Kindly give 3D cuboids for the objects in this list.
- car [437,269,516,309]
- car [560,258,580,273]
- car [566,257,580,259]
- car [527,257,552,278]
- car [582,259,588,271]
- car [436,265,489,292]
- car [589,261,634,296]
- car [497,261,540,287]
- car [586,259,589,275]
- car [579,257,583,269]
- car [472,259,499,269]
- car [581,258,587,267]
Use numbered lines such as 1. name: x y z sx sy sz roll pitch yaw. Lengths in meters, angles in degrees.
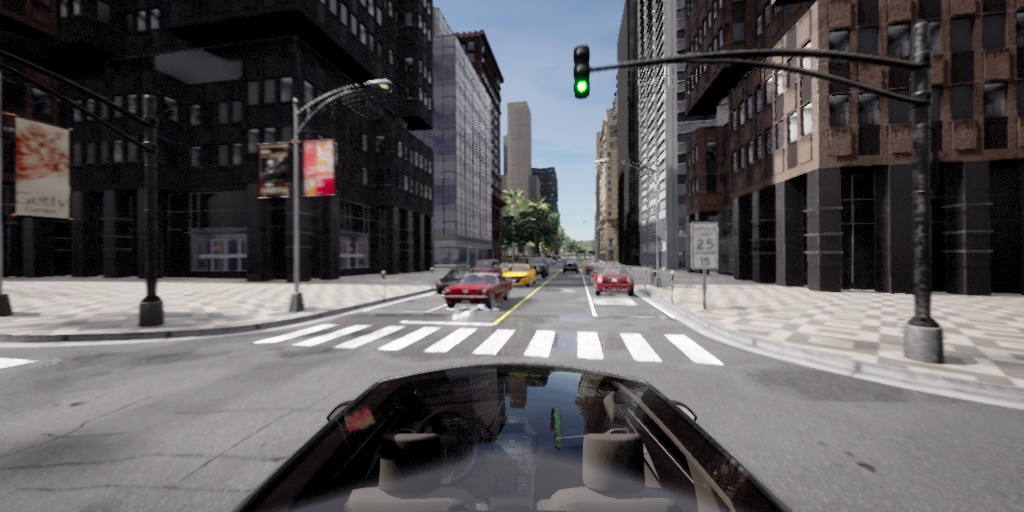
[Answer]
1. car: -1.314 1.405 15.509 1.895 1.301 4.718 0 0 11
2. car: 7.374 1.396 45.371 1.837 1.490 4.892 0 0 10
3. car: 9.225 1.410 56.147 1.882 1.535 5.008 0 0 10
4. car: 2.418 1.097 35.904 2.150 2.045 5.566 0 0 11
5. car: 9.278 1.401 40.915 1.888 1.381 4.507 0 0 10
6. car: -2.977 1.406 21.084 1.948 1.339 4.313 0 0 10
7. car: 5.411 1.221 19.563 1.967 1.591 4.097 0 0 10
8. car: 0.570 1.317 25.731 1.882 1.535 5.008 0 0 10
9. car: 6.378 1.239 24.901 1.967 1.591 4.097 0 0 10
10. car: 12.818 1.402 62.802 1.801 1.575 5.366 0 0 10
11. car: -2.010 1.173 26.424 2.192 1.841 5.009 0 0 10
12. car: 11.242 1.422 51.758 1.751 1.417 4.829 0 0 10
